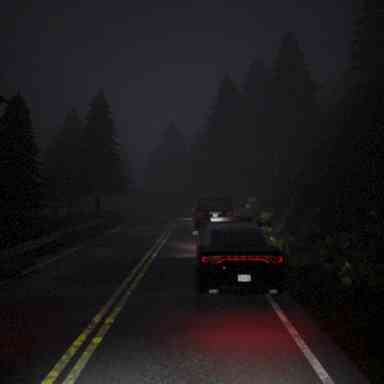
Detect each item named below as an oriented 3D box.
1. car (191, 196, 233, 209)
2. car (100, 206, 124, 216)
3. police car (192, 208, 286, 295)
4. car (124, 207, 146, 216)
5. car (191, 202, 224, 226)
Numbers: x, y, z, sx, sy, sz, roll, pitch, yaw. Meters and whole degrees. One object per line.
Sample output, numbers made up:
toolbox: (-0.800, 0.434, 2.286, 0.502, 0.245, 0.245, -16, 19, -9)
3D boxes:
car: (1.191, 1.263, 18.887, 2.150, 2.045, 5.566, 0, 0, 1)
car: (-11.230, 2.562, 43.951, 1.812, 1.442, 4.674, 4, -8, -39)
police car: (1.037, 1.442, 8.926, 1.930, 1.638, 5.238, 0, 0, 1)
car: (-8.064, 2.716, 45.553, 1.994, 1.385, 4.181, 4, -8, -40)
car: (1.067, 1.579, 25.142, 1.837, 1.490, 4.892, 1, 0, -5)
